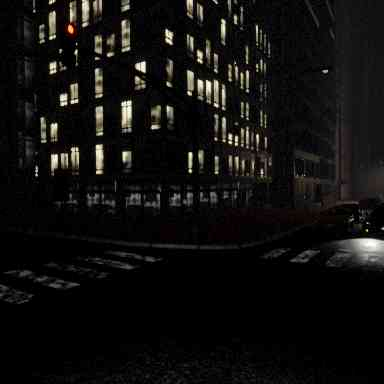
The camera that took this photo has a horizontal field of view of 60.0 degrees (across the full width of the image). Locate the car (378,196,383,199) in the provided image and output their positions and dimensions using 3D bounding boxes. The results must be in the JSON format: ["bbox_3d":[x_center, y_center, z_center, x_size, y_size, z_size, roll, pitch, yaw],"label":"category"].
[{"bbox_3d":[20.521,1.470,33.998,2.128,1.511,4.902,0,0,32],"label":"car"}]

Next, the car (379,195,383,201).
[{"bbox_3d":[47.665,1.537,82.907,1.802,1.307,4.206,-1,-1,32],"label":"car"}]

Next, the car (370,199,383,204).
[{"bbox_3d":[15.125,1.531,25.413,2.033,1.411,5.357,0,0,32],"label":"car"}]

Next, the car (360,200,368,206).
[{"bbox_3d":[11.909,1.552,25.237,1.947,1.339,4.313,-1,-1,32],"label":"car"}]

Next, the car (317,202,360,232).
[{"bbox_3d":[8.840,1.514,20.287,1.752,1.417,4.829,-1,-1,32],"label":"car"}]

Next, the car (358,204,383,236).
[{"bbox_3d":[10.161,1.552,17.462,1.994,1.385,4.181,0,0,32],"label":"car"}]

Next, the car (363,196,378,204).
[{"bbox_3d":[20.848,1.522,39.654,1.887,1.381,4.507,-1,-1,32],"label":"car"}]

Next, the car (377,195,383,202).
[{"bbox_3d":[44.685,1.508,78.101,2.008,1.369,4.403,-1,-1,32],"label":"car"}]
